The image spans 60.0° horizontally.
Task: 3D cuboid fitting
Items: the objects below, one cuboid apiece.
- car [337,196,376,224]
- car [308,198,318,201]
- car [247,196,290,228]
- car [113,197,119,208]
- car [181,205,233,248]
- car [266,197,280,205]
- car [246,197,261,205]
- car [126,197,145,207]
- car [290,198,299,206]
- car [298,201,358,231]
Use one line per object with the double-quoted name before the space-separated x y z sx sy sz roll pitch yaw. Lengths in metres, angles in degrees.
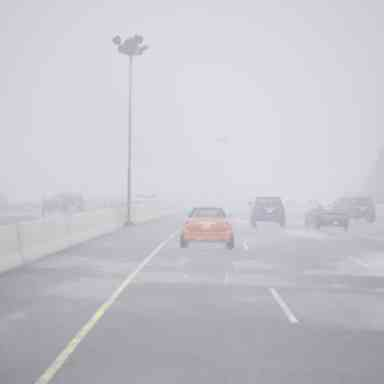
"car" 12.793 1.376 26.676 2.150 2.045 5.566 0 0 10
"car" 22.106 1.758 60.720 2.128 1.511 4.902 1 0 22
"car" 5.157 1.282 23.242 2.150 2.045 5.566 0 0 8
"car" -9.525 1.405 41.396 1.812 1.442 4.674 1 0 13
"car" 0.759 1.360 15.075 2.097 1.767 4.553 1 0 5
"car" 15.184 1.686 62.293 1.837 1.490 4.892 0 0 21
"car" 11.656 1.663 62.857 1.812 1.442 4.674 0 0 21
"car" -5.965 1.143 41.302 2.150 2.045 5.566 1 0 13
"car" 18.711 1.788 61.633 1.994 1.385 4.181 1 0 22
"car" 8.535 1.594 21.377 2.128 1.511 4.902 1 0 8
